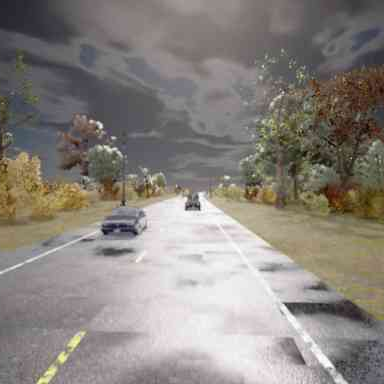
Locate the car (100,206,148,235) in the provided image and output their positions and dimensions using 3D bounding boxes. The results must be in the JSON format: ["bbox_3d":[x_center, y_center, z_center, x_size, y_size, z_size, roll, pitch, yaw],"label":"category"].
[{"bbox_3d":[-3.600,1.497,18.654,2.033,1.411,5.357,0,0,0],"label":"car"}]

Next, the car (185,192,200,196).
[{"bbox_3d":[0.256,1.040,62.616,2.150,2.045,5.566,0,0,0],"label":"car"}]

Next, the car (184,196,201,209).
[{"bbox_3d":[0.139,1.483,41.776,1.895,1.301,4.718,0,0,0],"label":"car"}]
